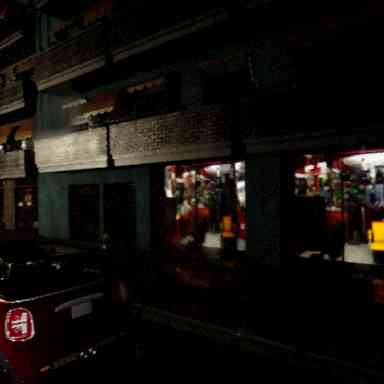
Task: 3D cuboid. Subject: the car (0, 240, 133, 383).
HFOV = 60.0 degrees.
[{"bbox_3d":[-2.874,1.479,5.218,4.097,1.590,1.967,-1,0,38],"label":"car"}]
